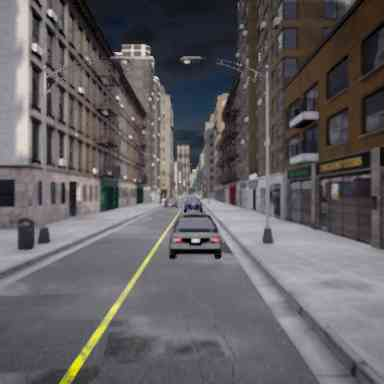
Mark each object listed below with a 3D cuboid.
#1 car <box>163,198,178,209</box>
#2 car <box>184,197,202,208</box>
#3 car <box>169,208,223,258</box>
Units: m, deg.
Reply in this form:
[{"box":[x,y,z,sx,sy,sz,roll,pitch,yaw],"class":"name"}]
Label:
[{"box":[-2.936,1.588,46.834,2.128,1.511,4.902,0,0,0],"class":"car"},{"box":[0.155,1.427,39.571,2.097,1.767,4.553,0,0,0],"class":"car"},{"box":[0.118,1.559,12.827,2.033,1.411,5.357,0,0,0],"class":"car"}]
